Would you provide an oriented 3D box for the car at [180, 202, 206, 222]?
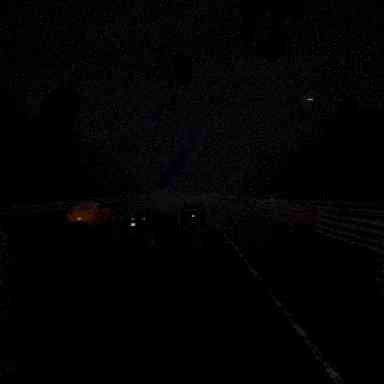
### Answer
[{"bbox_3d":[0.089,1.481,25.927,2.128,1.511,4.902,0,0,0],"label":"car"}]

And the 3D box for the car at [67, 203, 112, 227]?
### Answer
[{"bbox_3d":[-6.909,1.468,22.859,1.882,1.535,5.008,0,0,0],"label":"car"}]

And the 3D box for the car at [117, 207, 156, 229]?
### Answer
[{"bbox_3d":[-3.407,1.592,21.473,1.895,1.301,4.718,0,0,0],"label":"car"}]

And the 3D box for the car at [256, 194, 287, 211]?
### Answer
[{"bbox_3d":[9.767,1.275,41.125,2.150,2.045,5.566,0,0,-12],"label":"car"}]
